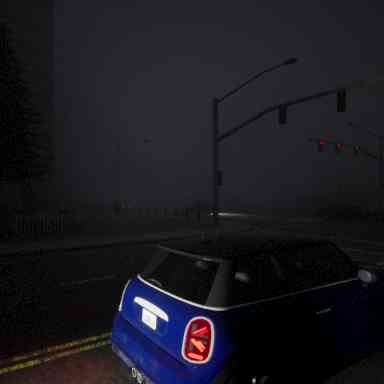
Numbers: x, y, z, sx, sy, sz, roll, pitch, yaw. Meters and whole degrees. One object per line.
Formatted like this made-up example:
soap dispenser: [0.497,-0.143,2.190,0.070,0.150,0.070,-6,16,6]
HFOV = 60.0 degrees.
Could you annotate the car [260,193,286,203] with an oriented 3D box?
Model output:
car: [15.492,1.395,62.674,1.970,1.475,3.806,0,0,-36]

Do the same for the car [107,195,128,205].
car: [-12.509,1.351,55.798,2.097,1.767,4.553,0,0,-35]

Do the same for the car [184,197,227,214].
car: [1.439,1.564,36.274,1.994,1.385,4.181,0,0,-36]

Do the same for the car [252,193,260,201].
car: [13.787,1.364,80.000,1.784,1.438,3.905,0,0,-36]

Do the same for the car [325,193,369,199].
car: [21.034,1.153,45.243,1.932,1.855,4.605,0,0,-36]

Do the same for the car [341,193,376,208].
car: [23.422,1.156,46.878,1.905,1.878,3.866,0,0,-36]

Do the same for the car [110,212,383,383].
car: [1.288,1.352,4.718,4.553,1.767,2.097,0,0,-35]

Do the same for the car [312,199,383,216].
car: [11.525,1.506,23.859,4.892,1.490,1.837,-1,0,41]

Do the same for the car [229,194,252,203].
car: [11.429,1.395,78.321,1.970,1.475,3.806,0,0,-36]

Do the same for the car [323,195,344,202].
car: [31.599,1.364,74.179,1.784,1.438,3.905,0,0,-36]

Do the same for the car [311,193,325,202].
car: [29.203,1.153,72.551,1.932,1.855,4.605,0,0,-36]
